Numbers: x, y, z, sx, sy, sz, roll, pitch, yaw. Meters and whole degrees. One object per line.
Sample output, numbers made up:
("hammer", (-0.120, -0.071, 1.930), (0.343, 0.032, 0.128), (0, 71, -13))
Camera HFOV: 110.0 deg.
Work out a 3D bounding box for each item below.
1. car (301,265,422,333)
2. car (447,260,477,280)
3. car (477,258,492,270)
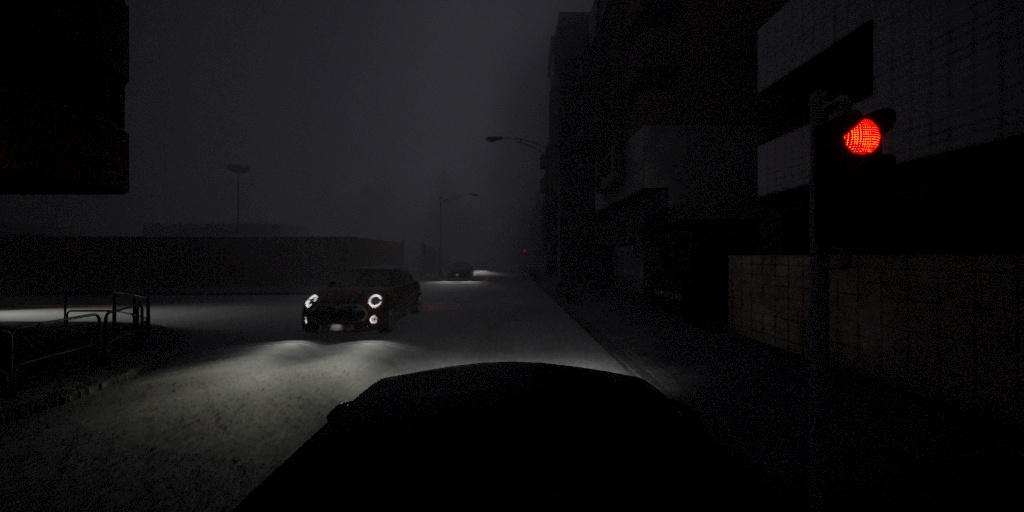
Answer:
("car", (-4.184, 1.102, 10.739), (2.097, 1.767, 4.553), (0, 0, -1))
("car", (-4.375, 1.254, 30.821), (1.837, 1.490, 4.892), (0, 0, -1))
("car", (-4.493, 1.242, 52.257), (2.128, 1.511, 4.902), (0, 0, 0))
